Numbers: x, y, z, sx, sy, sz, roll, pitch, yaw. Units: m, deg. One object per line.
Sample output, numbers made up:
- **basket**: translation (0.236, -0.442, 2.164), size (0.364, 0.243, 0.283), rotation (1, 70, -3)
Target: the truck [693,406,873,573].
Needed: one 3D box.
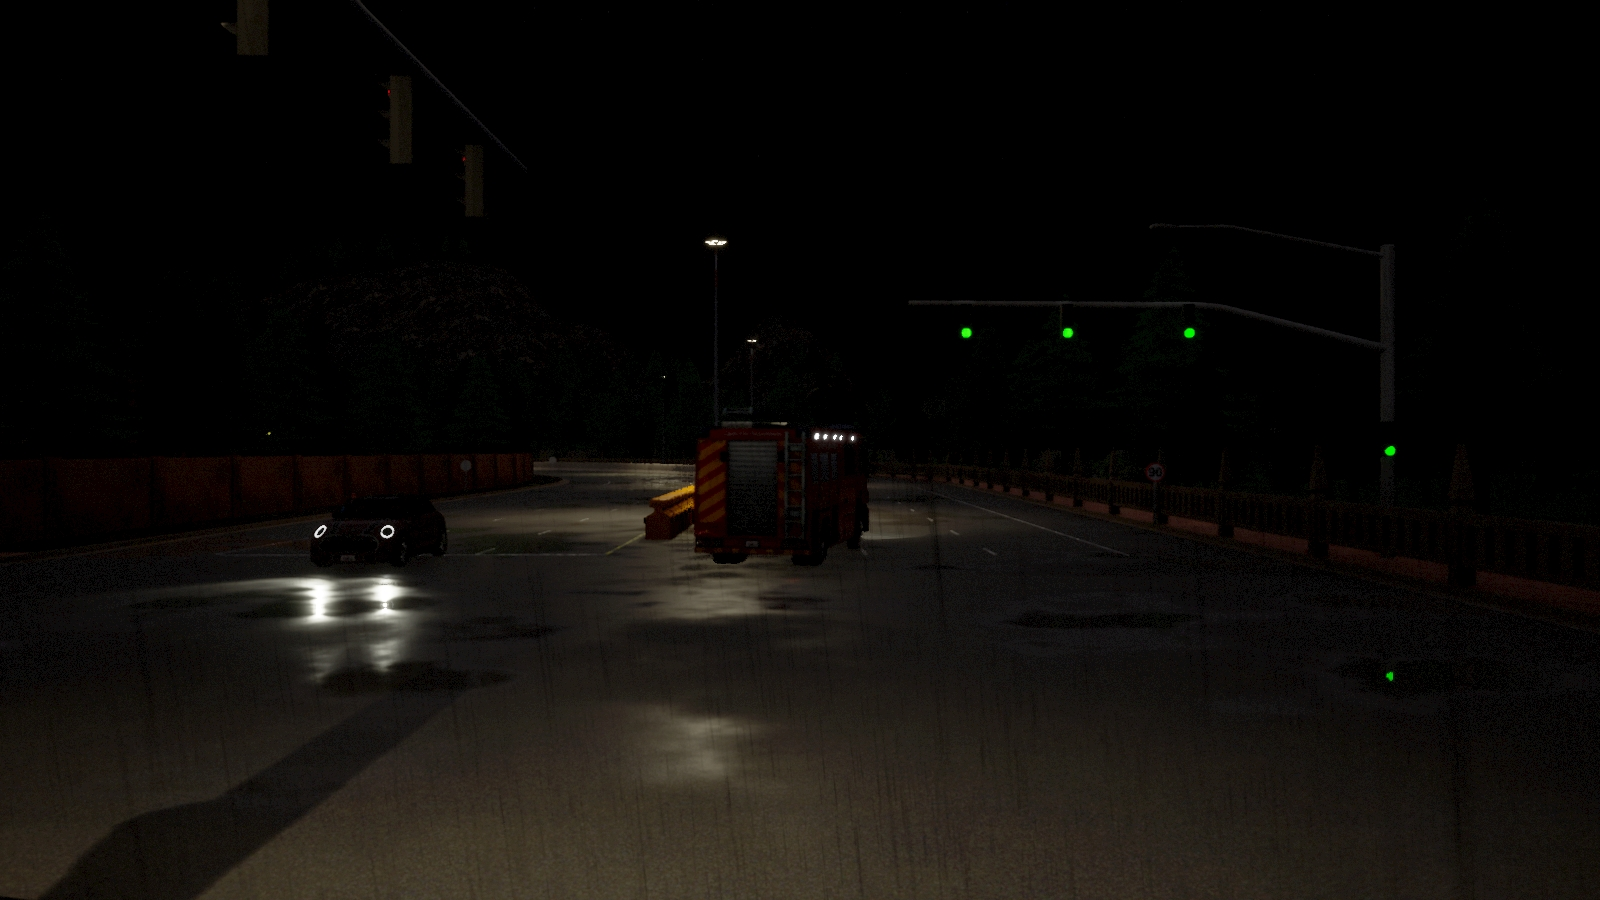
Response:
- **truck**: translation (-0.162, 0.907, 30.670), size (2.891, 3.827, 8.468), rotation (0, 0, 13)

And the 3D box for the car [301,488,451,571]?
- **car**: translation (-10.509, 1.921, 28.715), size (2.097, 1.767, 4.553), rotation (0, 0, 0)
